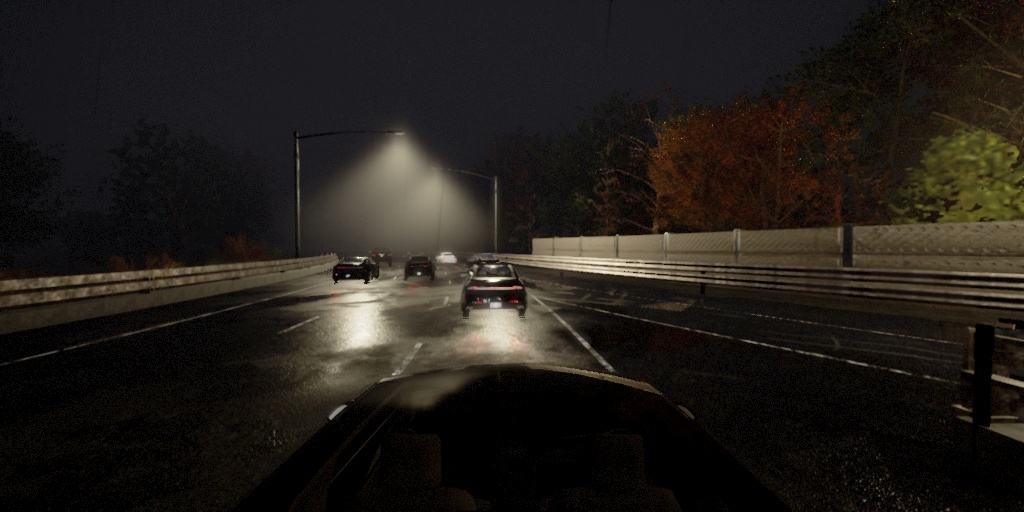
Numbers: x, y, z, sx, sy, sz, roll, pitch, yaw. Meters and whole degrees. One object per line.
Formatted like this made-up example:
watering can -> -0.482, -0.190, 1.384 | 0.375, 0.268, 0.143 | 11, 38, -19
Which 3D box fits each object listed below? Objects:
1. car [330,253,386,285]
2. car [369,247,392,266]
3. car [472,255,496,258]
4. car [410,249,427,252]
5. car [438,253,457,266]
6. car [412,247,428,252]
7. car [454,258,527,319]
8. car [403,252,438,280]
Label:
car -> -9.087, 0.773, 21.195 | 2.128, 1.511, 4.902 | 0, 1, -11
car -> -14.927, 0.031, 40.755 | 2.150, 2.045, 5.566 | 0, 1, -22
car -> -2.211, 0.634, 26.934 | 2.128, 1.511, 4.902 | 0, 2, -19
car -> -11.355, 0.303, 41.209 | 1.837, 1.490, 4.892 | 0, 1, -21
car -> -7.632, 0.321, 41.325 | 1.812, 1.442, 4.674 | 0, 1, -20
car -> -14.637, -0.336, 56.144 | 2.150, 2.045, 5.566 | -1, 2, -29
car -> -0.654, 1.000, 11.719 | 2.128, 1.511, 4.902 | 0, 1, -5
car -> -6.050, 0.724, 23.765 | 1.837, 1.490, 4.892 | 0, 2, -12
